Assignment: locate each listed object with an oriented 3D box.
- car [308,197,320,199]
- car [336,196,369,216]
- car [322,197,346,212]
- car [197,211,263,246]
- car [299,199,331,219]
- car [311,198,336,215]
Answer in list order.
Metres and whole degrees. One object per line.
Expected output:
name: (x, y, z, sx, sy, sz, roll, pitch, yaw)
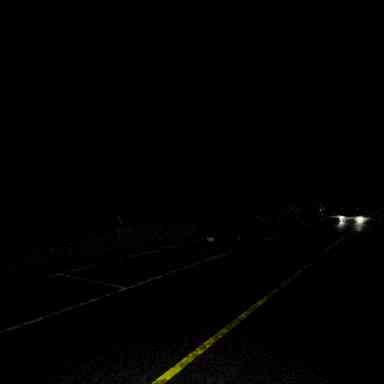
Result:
car: (22.991, 1.565, 62.123, 5.357, 1.411, 2.033, 0, 0, 38)
car: (15.780, 1.479, 32.596, 1.882, 1.535, 5.008, 0, 0, 33)
car: (16.622, 1.442, 38.804, 1.967, 1.590, 4.097, 0, 0, 32)
car: (1.917, 1.566, 15.417, 1.947, 1.339, 4.313, 0, 0, 32)
car: (10.740, 1.583, 29.450, 1.802, 1.307, 4.206, 0, 0, 32)
car: (13.681, 1.567, 34.127, 1.947, 1.339, 4.313, 0, 0, 32)
